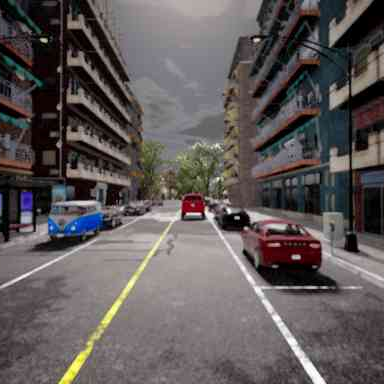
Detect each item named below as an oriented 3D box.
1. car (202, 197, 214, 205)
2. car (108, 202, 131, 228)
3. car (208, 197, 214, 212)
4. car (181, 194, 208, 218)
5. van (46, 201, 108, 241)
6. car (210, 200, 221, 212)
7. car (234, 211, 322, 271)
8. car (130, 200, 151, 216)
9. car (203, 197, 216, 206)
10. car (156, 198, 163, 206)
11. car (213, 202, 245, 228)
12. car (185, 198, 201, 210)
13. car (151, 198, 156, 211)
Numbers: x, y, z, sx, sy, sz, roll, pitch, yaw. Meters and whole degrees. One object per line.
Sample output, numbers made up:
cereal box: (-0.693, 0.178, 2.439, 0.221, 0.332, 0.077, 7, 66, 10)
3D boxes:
car: (2.894, 1.578, 60.941, 2.008, 1.369, 4.403, 1, 0, 0)
car: (-5.659, 1.560, 21.990, 2.008, 1.369, 4.403, 1, 0, 0)
car: (2.703, 1.568, 38.657, 2.008, 1.369, 4.403, 1, 0, 0)
car: (0.126, 1.234, 30.951, 2.150, 2.045, 5.566, 0, 0, 1)
van: (-5.662, 1.348, 16.420, 1.690, 1.788, 3.998, 1, 0, 0)
car: (2.693, 1.594, 27.515, 1.802, 1.307, 4.206, 1, 0, 0)
car: (2.690, 1.550, 10.802, 1.887, 1.381, 4.507, 1, 0, 0)
car: (-5.649, 1.565, 33.134, 2.008, 1.369, 4.403, 1, 0, 0)
car: (2.888, 1.575, 55.371, 2.008, 1.369, 4.403, 1, 0, 0)
car: (-5.718, 1.606, 55.821, 1.802, 1.307, 4.206, 1, 0, 0)
car: (2.688, 1.576, 21.944, 1.947, 1.339, 4.313, 1, 0, 0)
car: (0.137, 1.567, 44.836, 2.033, 1.411, 5.357, 0, 0, 0)
car: (-5.645, 1.599, 38.704, 1.802, 1.307, 4.206, 1, 0, 0)
